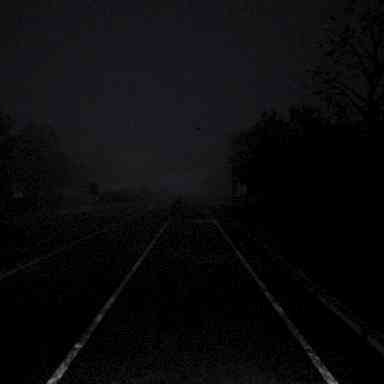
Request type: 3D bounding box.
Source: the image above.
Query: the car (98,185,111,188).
[{"bbox_3d":[-22.781,-0.293,78.687,5.366,1.575,1.946,0,3,0],"label":"car"}]

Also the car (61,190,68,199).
[{"bbox_3d":[-23.176,0.509,53.725,4.792,1.488,2.163,0,1,0],"label":"car"}]

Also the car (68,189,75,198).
[{"bbox_3d":[-23.313,0.429,56.517,5.366,1.575,1.946,0,1,0],"label":"car"}]

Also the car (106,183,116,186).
[{"bbox_3d":[-22.954,-0.811,84.247,5.566,2.045,2.435,0,3,0],"label":"car"}]

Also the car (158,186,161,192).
[{"bbox_3d":[-9.955,-0.026,73.203,4.792,1.488,2.163,0,2,0],"label":"car"}]

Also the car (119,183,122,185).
[{"bbox_3d":[-22.859,-1.026,92.614,5.008,1.535,2.097,0,3,0],"label":"car"}]

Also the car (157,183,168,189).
[{"bbox_3d":[-9.775,-0.837,89.905,4.792,1.488,2.163,0,3,0],"label":"car"}]

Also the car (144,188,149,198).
[{"bbox_3d":[-10.062,0.484,53.691,5.008,1.535,2.097,0,1,0],"label":"car"}]

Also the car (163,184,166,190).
[{"bbox_3d":[-9.839,-0.563,84.335,5.008,1.535,2.097,0,3,0],"label":"car"}]

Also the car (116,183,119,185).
[{"bbox_3d":[-22.916,-0.988,89.826,4.553,1.767,2.185,0,3,0],"label":"car"}]

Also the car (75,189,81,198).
[{"bbox_3d":[-23.293,0.373,59.312,5.366,1.575,1.946,0,1,0],"label":"car"}]

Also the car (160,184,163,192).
[{"bbox_3d":[-9.917,-0.418,78.759,4.553,1.767,2.185,0,3,0],"label":"car"}]

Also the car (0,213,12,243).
[{"bbox_3d":[-10.080,1.473,12.758,5.008,1.535,2.097,0,0,0],"label":"car"}]

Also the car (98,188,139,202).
[{"bbox_3d":[-10.099,0.611,45.342,4.792,1.488,2.163,0,1,0],"label":"car"}]

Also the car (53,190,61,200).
[{"bbox_3d":[-23.172,0.558,50.813,4.674,1.452,2.002,0,1,0],"label":"car"}]

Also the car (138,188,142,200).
[{"bbox_3d":[-10.138,0.581,48.126,4.792,1.488,2.163,0,1,0],"label":"car"}]

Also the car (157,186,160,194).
[{"bbox_3d":[-9.917,0.079,70.417,4.792,1.488,2.163,0,2,0],"label":"car"}]

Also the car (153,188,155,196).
[{"bbox_3d":[-9.978,0.344,62.052,4.792,1.488,2.163,0,2,0],"label":"car"}]

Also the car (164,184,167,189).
[{"bbox_3d":[-9.819,-0.711,87.120,5.008,1.535,2.097,0,3,0],"label":"car"}]

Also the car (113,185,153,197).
[{"bbox_3d":[-10.076,0.186,56.479,5.566,2.045,2.435,0,1,0],"label":"car"}]

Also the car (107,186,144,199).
[{"bbox_3d":[-10.119,0.396,50.910,4.553,1.767,2.185,0,1,0],"label":"car"}]

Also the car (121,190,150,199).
[{"bbox_3d":[-10.021,0.382,59.273,4.892,1.521,2.231,0,1,0],"label":"car"}]

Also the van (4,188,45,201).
[{"bbox_3d":[-23.082,0.353,45.351,4.442,1.987,1.878,1,1,0],"label":"van"}]

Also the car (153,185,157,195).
[{"bbox_3d":[-9.935,0.021,67.626,4.553,1.767,2.185,0,2,0],"label":"car"}]

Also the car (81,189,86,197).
[{"bbox_3d":[-23.059,0.343,61.966,4.792,1.488,2.163,0,1,0],"label":"car"}]

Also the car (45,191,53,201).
[{"bbox_3d":[-23.192,0.588,48.028,4.674,1.452,2.002,0,1,0],"label":"car"}]

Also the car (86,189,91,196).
[{"bbox_3d":[-23.062,0.234,64.755,5.008,1.535,2.097,0,2,0],"label":"car"}]

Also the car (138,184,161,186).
[{"bbox_3d":[-9.937,-0.295,75.982,4.553,1.767,2.185,0,3,0],"label":"car"}]
